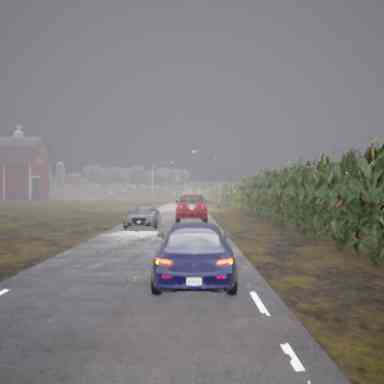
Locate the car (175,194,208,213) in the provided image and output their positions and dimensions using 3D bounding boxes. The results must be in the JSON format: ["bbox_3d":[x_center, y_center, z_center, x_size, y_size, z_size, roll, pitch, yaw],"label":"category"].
[{"bbox_3d":[-0.056,1.145,24.129,2.150,2.045,5.566,0,0,-1],"label":"car"}]

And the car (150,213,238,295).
[{"bbox_3d":[0.057,1.488,8.486,1.812,1.442,4.674,0,0,0],"label":"car"}]

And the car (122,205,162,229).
[{"bbox_3d":[-2.974,1.487,20.566,1.994,1.385,4.181,0,0,0],"label":"car"}]
